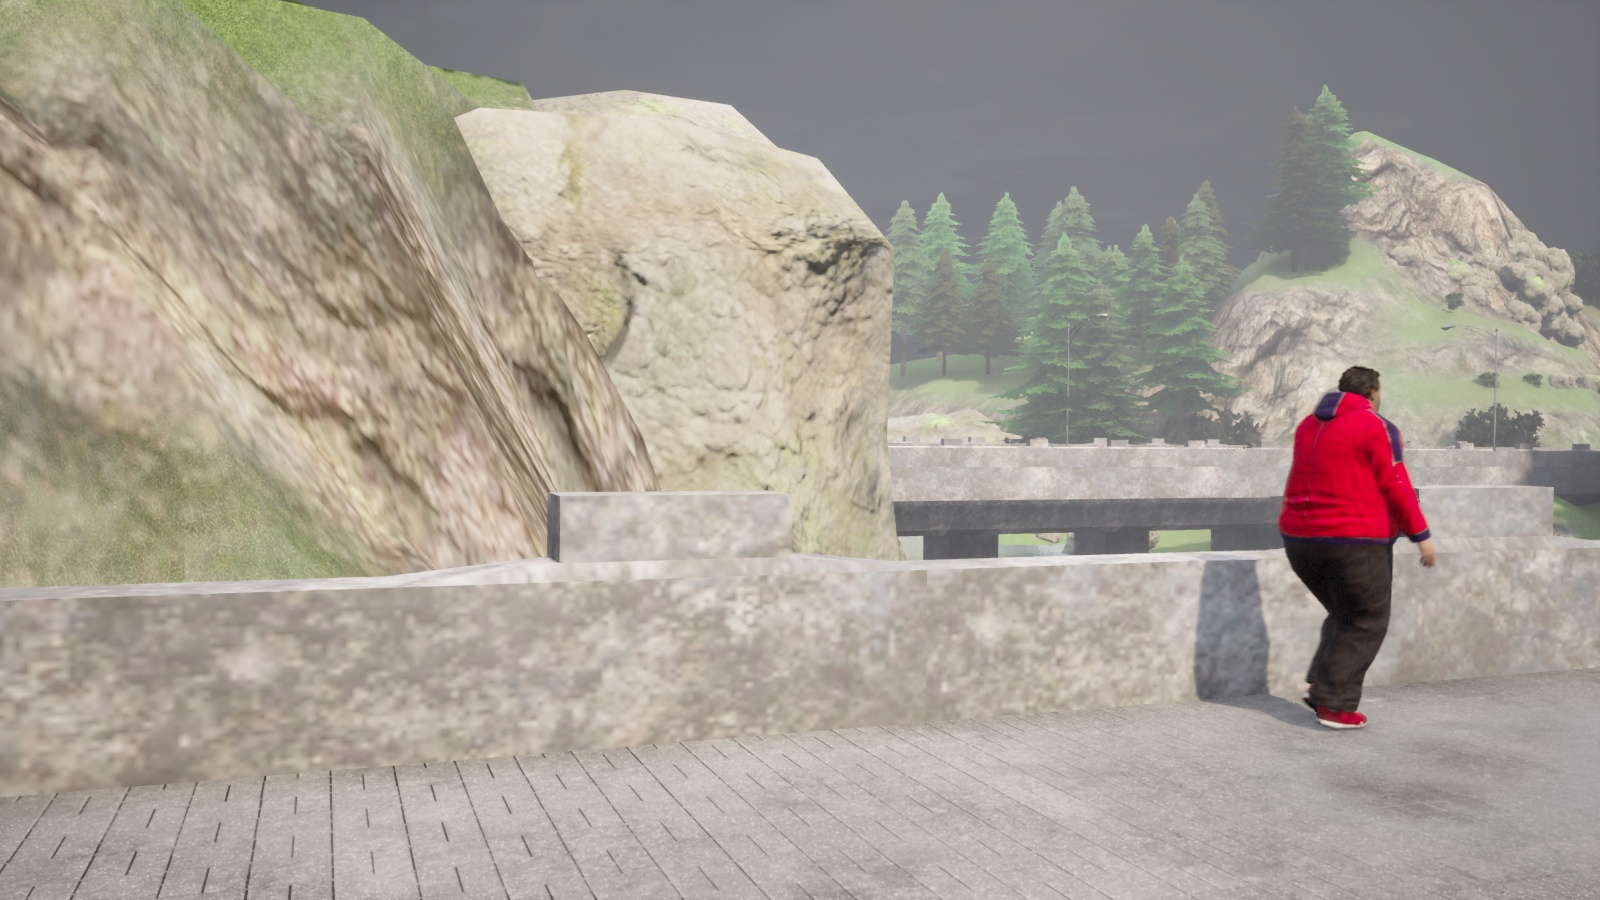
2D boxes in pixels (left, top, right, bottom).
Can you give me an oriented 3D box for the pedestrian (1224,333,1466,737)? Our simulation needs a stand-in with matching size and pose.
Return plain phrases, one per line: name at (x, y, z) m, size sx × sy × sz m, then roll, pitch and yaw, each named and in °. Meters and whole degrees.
pedestrian at (2.666, 0.379, 6.169) m, size 0.899 × 1.844 × 0.634 m, roll -1°, pitch 1°, yaw -21°
